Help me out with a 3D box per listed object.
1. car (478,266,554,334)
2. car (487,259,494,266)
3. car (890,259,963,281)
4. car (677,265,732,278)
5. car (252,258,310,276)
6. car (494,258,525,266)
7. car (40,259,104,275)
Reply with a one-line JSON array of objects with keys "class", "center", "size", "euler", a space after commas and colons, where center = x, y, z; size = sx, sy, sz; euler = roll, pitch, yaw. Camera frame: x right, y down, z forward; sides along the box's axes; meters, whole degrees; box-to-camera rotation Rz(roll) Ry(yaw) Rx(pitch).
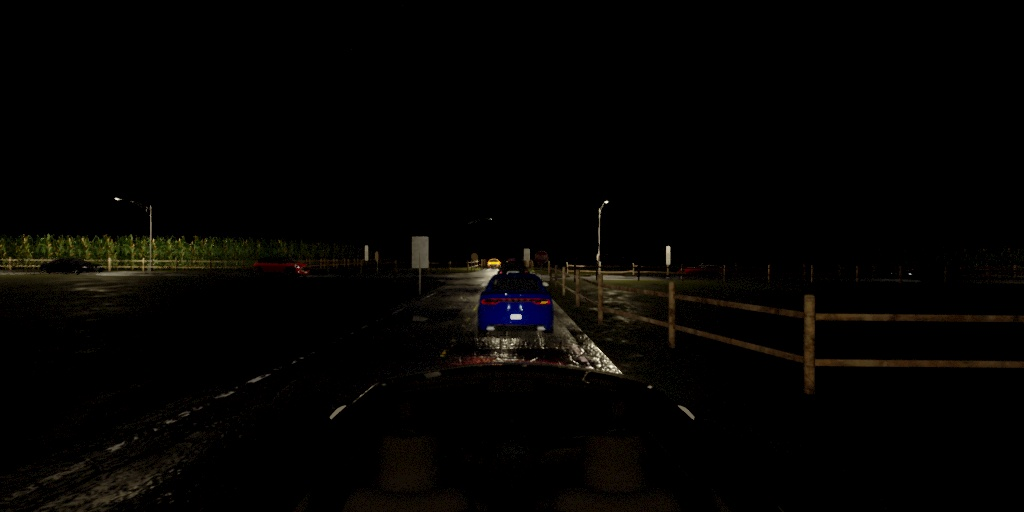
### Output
[{"class": "car", "center": [0.097, 1.227, 10.631], "size": [1.882, 1.535, 5.008], "euler": [0, 0, 0]}, {"class": "car", "center": [-2.838, 1.222, 56.534], "size": [1.882, 1.535, 5.008], "euler": [0, 0, 0]}, {"class": "car", "center": [41.307, 1.341, 35.807], "size": [5.566, 2.045, 2.150], "euler": [1, 0, 1]}, {"class": "car", "center": [19.258, 1.515, 36.050], "size": [4.718, 1.301, 1.895], "euler": [0, 0, 1]}, {"class": "car", "center": [-21.475, 0.946, 33.488], "size": [4.553, 1.767, 2.097], "euler": [0, 0, 1]}, {"class": "car", "center": [0.094, 1.100, 23.863], "size": [2.097, 1.767, 4.553], "euler": [0, 0, 0]}, {"class": "car", "center": [-41.362, 0.964, 33.697], "size": [4.674, 1.442, 1.812], "euler": [0, 0, 1]}]
